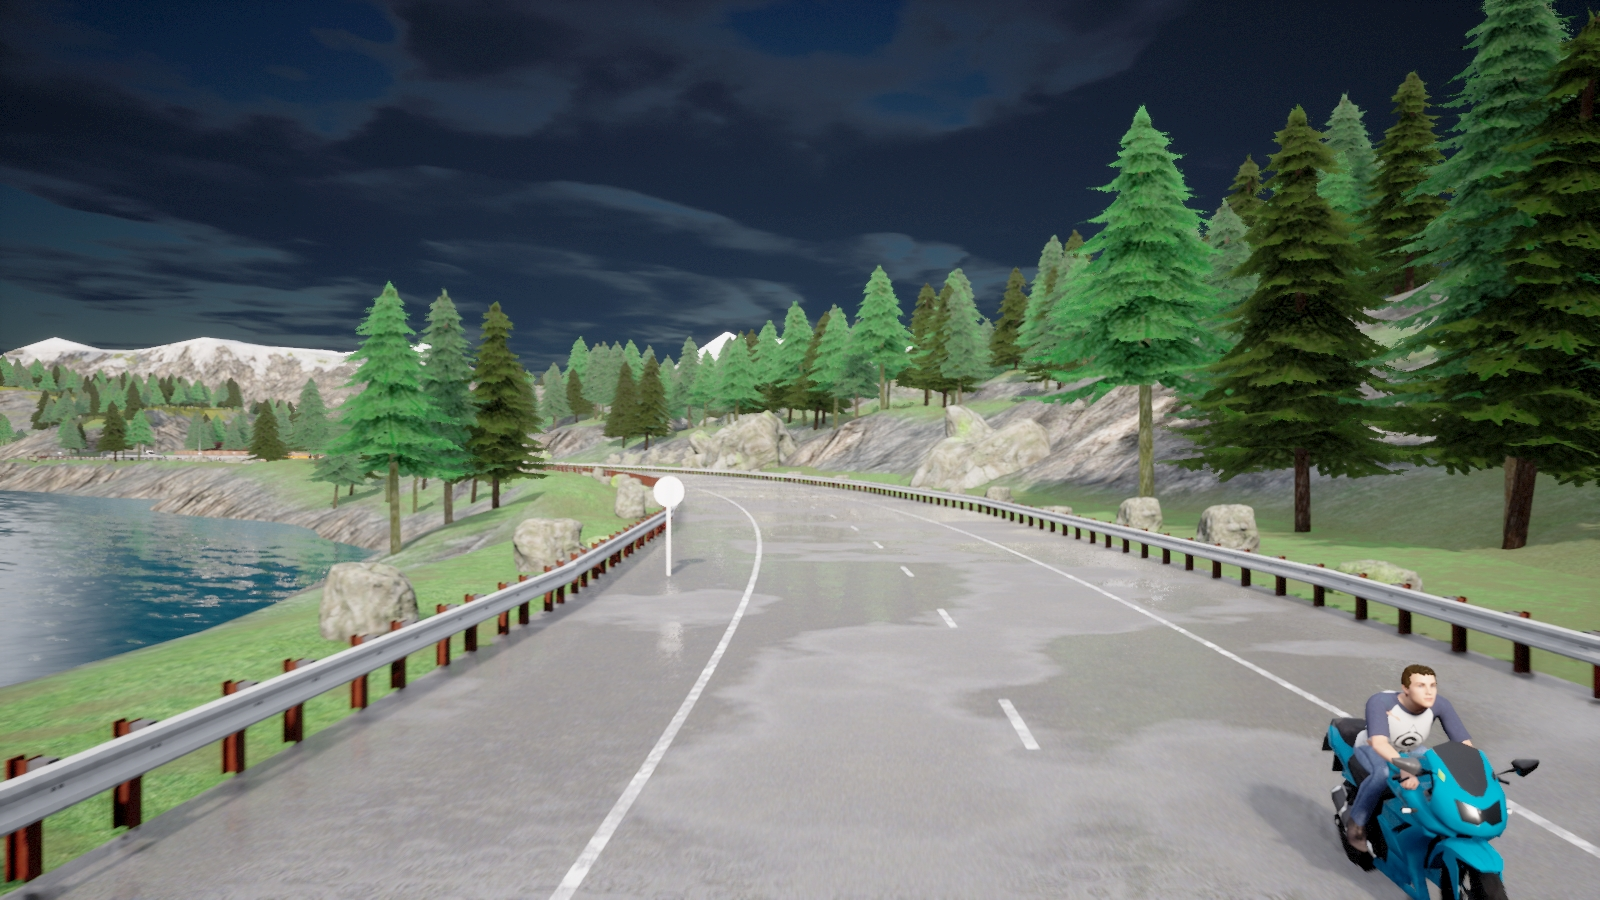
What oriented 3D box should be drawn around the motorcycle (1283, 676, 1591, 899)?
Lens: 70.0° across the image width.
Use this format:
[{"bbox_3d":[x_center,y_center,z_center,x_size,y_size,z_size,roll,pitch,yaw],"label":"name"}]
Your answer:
[{"bbox_3d":[3.706,2.177,6.895,0.803,1.217,2.033,0,0,3],"label":"motorcycle"}]
